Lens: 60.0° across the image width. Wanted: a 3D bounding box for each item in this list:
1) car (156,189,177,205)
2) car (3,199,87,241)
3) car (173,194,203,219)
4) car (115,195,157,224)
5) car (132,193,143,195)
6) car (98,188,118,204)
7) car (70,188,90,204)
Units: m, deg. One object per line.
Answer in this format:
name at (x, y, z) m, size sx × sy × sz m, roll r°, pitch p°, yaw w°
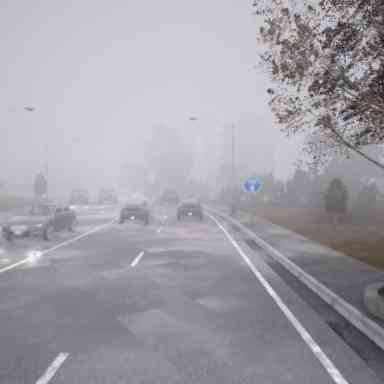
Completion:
car at (-3.262, 0.569, 42.591) m, size 2.150 × 2.045 × 5.566 m, roll 0°, pitch 1°, yaw -16°
car at (-7.009, 1.336, 15.851) m, size 2.128 × 1.511 × 4.902 m, roll 0°, pitch 1°, yaw 0°
car at (-0.267, 1.187, 25.243) m, size 1.837 × 1.490 × 4.892 m, roll 0°, pitch 2°, yaw -4°
car at (-3.646, 1.238, 22.423) m, size 1.837 × 1.490 × 4.892 m, roll 0°, pitch 2°, yaw -2°
car at (-7.017, 0.844, 42.882) m, size 1.812 × 1.442 × 4.674 m, roll 0°, pitch 1°, yaw -17°
car at (-11.318, 0.480, 44.507) m, size 2.150 × 2.045 × 5.566 m, roll 0°, pitch 1°, yaw -20°
car at (-14.463, 0.487, 42.940) m, size 2.150 × 2.045 × 5.566 m, roll 0°, pitch 1°, yaw -20°
